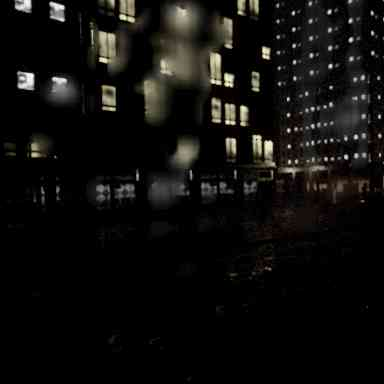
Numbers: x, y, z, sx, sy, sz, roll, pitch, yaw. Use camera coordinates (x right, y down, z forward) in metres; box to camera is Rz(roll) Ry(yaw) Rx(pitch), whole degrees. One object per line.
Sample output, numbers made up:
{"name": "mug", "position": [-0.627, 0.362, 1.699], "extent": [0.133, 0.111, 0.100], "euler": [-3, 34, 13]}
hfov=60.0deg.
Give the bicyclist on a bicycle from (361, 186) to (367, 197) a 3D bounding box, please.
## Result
{"name": "bicyclist on a bicycle", "position": [24.446, -0.036, 47.358], "extent": [1.656, 1.620, 0.582], "euler": [-3, 2, -34]}
